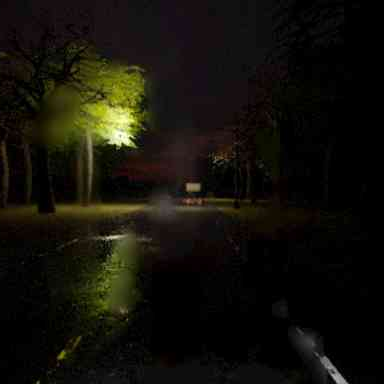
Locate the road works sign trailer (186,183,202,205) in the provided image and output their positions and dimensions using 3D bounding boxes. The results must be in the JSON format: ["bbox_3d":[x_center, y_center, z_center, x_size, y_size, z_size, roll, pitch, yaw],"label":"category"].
[{"bbox_3d":[0.213,0.289,53.490,2.380,3.560,2.880,0,0,-8],"label":"road works sign trailer"}]

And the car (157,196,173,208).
[{"bbox_3d":[-3.569,1.339,44.638,2.128,1.511,4.902,0,0,0],"label":"car"}]
